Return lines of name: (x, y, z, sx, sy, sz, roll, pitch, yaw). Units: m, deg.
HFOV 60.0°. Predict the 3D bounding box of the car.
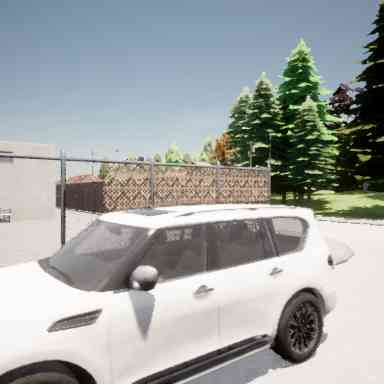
car: (-0.393, 1.221, 4.330, 5.566, 2.045, 2.150, 0, 0, -36)
